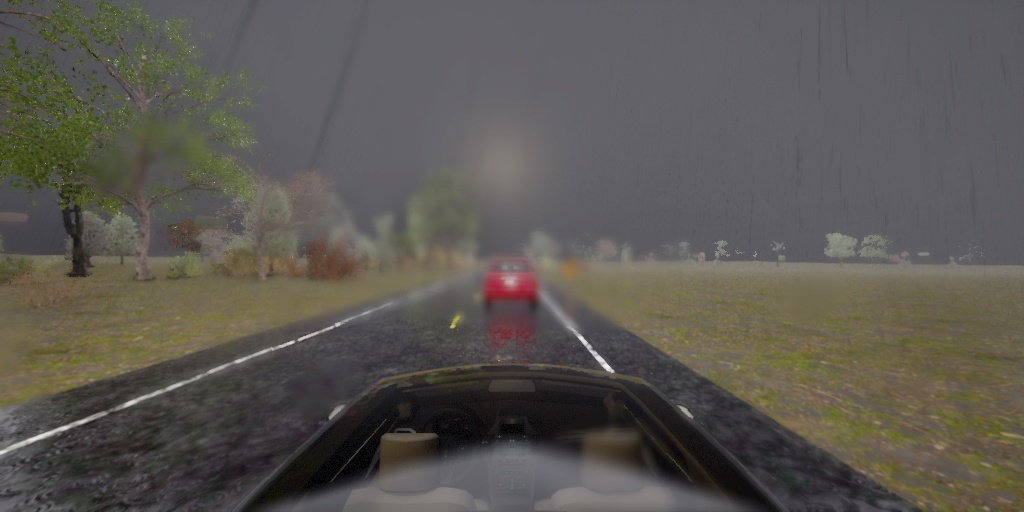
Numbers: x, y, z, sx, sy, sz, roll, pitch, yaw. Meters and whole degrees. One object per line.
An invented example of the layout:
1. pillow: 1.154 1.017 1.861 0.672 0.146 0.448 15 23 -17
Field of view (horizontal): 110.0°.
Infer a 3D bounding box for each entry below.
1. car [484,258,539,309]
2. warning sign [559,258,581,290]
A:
1. car: -0.019 1.109 15.863 2.150 2.045 5.566 0 0 0
2. warning sign: 3.523 1.066 21.630 1.300 1.860 1.060 0 0 0
